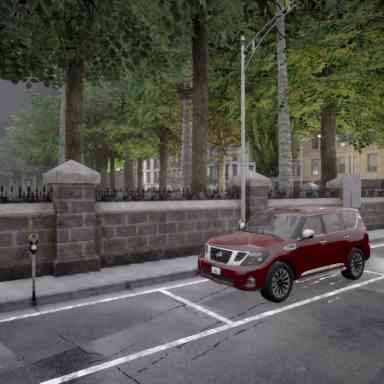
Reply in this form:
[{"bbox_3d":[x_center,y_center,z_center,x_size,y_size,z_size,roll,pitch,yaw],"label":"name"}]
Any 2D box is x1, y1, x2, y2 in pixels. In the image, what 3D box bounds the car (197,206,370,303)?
[{"bbox_3d":[2.532,1.314,8.398,5.009,1.841,2.192,0,0,-36],"label":"car"}]
